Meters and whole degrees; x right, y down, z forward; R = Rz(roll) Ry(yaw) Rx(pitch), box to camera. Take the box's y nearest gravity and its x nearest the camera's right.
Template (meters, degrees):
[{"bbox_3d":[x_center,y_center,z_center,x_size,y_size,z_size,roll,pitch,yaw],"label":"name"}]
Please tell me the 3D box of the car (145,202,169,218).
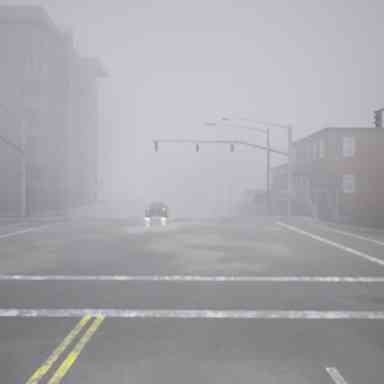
[{"bbox_3d":[-3.592,1.853,34.638,2.097,1.767,4.553,0,-4,0],"label":"car"}]
